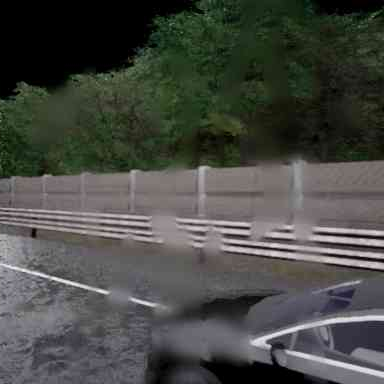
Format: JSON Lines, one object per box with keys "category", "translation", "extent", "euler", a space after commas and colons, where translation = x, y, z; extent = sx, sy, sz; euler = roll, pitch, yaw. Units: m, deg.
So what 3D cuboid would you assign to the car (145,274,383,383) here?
{"category": "car", "translation": [1.750, 1.493, 2.723], "extent": [4.902, 1.511, 2.128], "euler": [0, 0, 36]}
